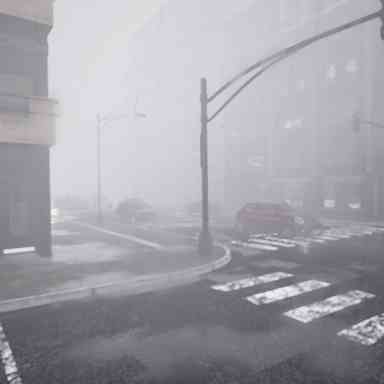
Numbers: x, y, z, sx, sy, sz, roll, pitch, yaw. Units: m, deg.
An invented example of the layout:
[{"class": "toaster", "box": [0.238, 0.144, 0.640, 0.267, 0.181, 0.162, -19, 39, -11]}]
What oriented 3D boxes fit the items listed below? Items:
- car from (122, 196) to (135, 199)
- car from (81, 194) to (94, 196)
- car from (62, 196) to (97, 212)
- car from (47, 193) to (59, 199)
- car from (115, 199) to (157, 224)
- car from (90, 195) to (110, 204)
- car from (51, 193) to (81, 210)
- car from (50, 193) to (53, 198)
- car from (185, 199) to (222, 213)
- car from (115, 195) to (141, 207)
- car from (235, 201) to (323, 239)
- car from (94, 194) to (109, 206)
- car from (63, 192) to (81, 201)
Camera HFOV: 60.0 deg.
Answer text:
[{"class": "car", "box": [-5.232, 1.362, 30.685, 2.128, 1.511, 4.902, -1, 1, -35]}, {"class": "car", "box": [-15.530, 1.266, 45.590, 1.882, 1.535, 5.008, -1, 1, -34]}, {"class": "car", "box": [-12.455, 1.427, 36.551, 2.008, 1.369, 4.403, -1, 1, -35]}, {"class": "car", "box": [-34.842, 1.036, 83.479, 1.752, 1.417, 4.829, -1, 1, -35]}, {"class": "car", "box": [-4.171, 1.488, 24.395, 1.887, 1.381, 4.507, -1, 1, -35]}, {"class": "car", "box": [-15.395, 1.178, 55.474, 1.752, 1.417, 4.829, -1, 1, -35]}, {"class": "car", "box": [-15.697, 1.291, 41.218, 1.967, 1.590, 4.097, -1, 1, -35]}, {"class": "car", "box": [-31.504, 1.085, 78.673, 2.008, 1.369, 4.403, -1, 1, -35]}, {"class": "car", "box": [0.991, 1.321, 32.059, 1.887, 1.381, 4.507, -1, 1, -35]}, {"class": "car", "box": [-8.913, 1.228, 46.139, 1.752, 1.417, 4.829, -1, 1, -35]}, {"class": "car", "box": [4.411, 1.294, 17.358, 2.097, 1.767, 4.553, -1, 1, -39]}, {"class": "car", "box": [-13.970, 1.079, 48.788, 2.097, 1.767, 4.553, -1, 1, -34]}, {"class": "car", "box": [-25.024, 0.896, 69.335, 2.192, 1.841, 5.009, -1, 1, -35]}]
